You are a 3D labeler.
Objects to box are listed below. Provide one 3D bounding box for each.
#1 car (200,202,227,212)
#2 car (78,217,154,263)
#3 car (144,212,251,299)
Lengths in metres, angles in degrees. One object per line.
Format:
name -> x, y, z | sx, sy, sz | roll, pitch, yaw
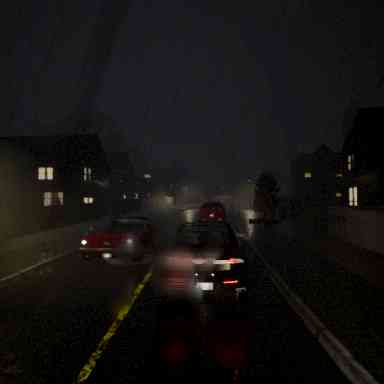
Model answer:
car -> 1.644, 1.478, 25.552 | 1.882, 1.535, 5.008 | 0, 0, 6
car -> -2.445, 1.612, 12.209 | 1.895, 1.301, 4.718 | 0, 0, 3
car -> 0.340, 1.496, 8.454 | 2.128, 1.511, 4.902 | 0, 0, 3
